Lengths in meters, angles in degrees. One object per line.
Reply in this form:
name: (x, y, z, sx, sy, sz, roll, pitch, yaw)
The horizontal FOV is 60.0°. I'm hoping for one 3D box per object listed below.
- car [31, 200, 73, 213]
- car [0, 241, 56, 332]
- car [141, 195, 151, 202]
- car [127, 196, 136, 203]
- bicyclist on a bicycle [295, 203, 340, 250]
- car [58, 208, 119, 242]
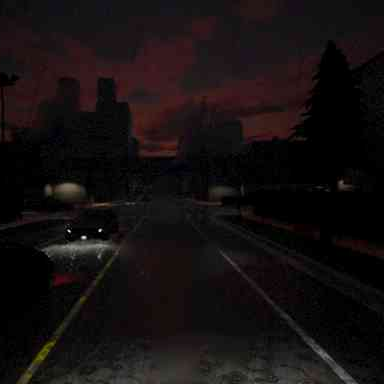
car: (-17.526, 1.792, 41.702, 5.008, 1.535, 1.882, -1, 0, 0)
car: (-4.036, 1.634, 6.044, 1.994, 1.385, 4.181, -1, 0, -5)
car: (-11.036, 1.538, 80.016, 2.097, 1.767, 4.553, -1, 0, -5)
car: (-14.516, 1.770, 79.683, 2.128, 1.511, 4.902, -1, 0, -5)
bicyclist on a bicycle: (4.383, 1.216, 11.606, 1.656, 1.620, 0.582, 0, 0, -5)
car: (-4.996, 1.629, 17.376, 2.033, 1.411, 5.357, -1, 0, -5)
